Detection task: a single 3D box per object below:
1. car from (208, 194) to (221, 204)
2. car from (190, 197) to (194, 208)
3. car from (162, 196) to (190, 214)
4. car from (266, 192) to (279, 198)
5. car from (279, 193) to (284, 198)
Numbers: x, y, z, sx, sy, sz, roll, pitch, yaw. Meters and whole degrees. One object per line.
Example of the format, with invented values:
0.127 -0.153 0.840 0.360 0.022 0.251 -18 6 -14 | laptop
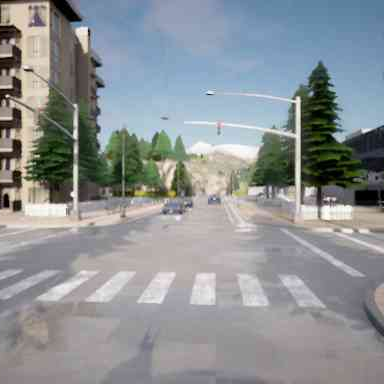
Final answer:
3.724 1.107 55.048 2.097 1.767 4.553 0 0 5 | car
-0.824 1.302 43.473 2.128 1.511 4.902 0 0 5 | car
-1.684 1.409 33.173 2.033 1.411 5.357 0 0 5 | car
20.068 1.000 83.390 1.845 1.501 3.633 0 0 5 | car
23.719 0.977 90.504 1.970 1.475 3.806 0 0 5 | car
